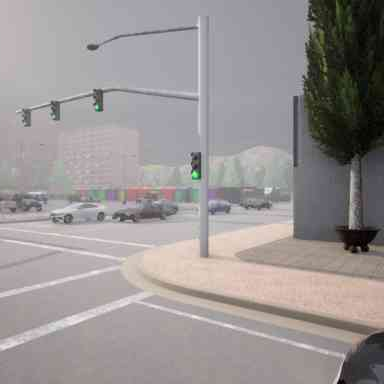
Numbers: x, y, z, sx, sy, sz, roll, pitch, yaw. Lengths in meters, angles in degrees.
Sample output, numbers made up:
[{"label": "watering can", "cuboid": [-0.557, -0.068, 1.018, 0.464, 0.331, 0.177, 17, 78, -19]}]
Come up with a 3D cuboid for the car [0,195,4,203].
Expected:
[{"label": "car", "cuboid": [-38.304, 1.364, 64.563, 3.905, 1.438, 1.784, 0, 0, 35]}]

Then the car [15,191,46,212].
[{"label": "car", "cuboid": [-18.250, 1.156, 36.495, 3.866, 1.878, 1.905, 0, 0, 35]}]

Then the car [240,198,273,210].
[{"label": "car", "cuboid": [8.684, 1.547, 43.017, 2.033, 1.411, 5.357, 0, 0, 37]}]

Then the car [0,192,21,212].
[{"label": "car", "cuboid": [-19.964, 1.153, 34.162, 4.605, 1.855, 1.932, 0, 0, 35]}]

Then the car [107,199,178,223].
[{"label": "car", "cuboid": [-3.750, 1.547, 26.310, 2.033, 1.411, 5.357, 0, 0, 36]}]

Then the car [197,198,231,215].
[{"label": "car", "cuboid": [2.391, 1.526, 34.575, 1.812, 1.442, 4.674, 0, 0, 37]}]

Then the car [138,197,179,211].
[{"label": "car", "cuboid": [-3.205, 1.526, 32.917, 1.812, 1.442, 4.674, 0, 0, 37]}]

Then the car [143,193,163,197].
[{"label": "car", "cuboid": [-6.965, 1.156, 52.549, 3.866, 1.878, 1.905, 0, 0, 35]}]

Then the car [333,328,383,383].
[{"label": "car", "cuboid": [3.319, 1.492, 1.599, 4.902, 1.511, 2.128, 0, 0, 36]}]

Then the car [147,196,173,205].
[{"label": "car", "cuboid": [-5.287, 1.395, 54.909, 3.806, 1.475, 1.970, 0, 0, 35]}]

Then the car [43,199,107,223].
[{"label": "car", "cuboid": [-8.589, 1.526, 25.573, 1.812, 1.442, 4.674, 0, 0, 38]}]

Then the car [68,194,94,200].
[{"label": "car", "cuboid": [-21.292, 1.153, 62.635, 4.605, 1.855, 1.932, 0, 0, 35]}]

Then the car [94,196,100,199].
[{"label": "car", "cuboid": [-19.569, 1.364, 64.964, 3.905, 1.438, 1.784, 0, 0, 35]}]

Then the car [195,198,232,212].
[{"label": "car", "cuboid": [2.698, 1.492, 40.853, 2.128, 1.511, 4.902, 0, 0, 37]}]

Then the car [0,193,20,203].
[{"label": "car", "cuboid": [-36.798, 1.153, 66.784, 4.605, 1.855, 1.932, 0, 0, 35]}]
